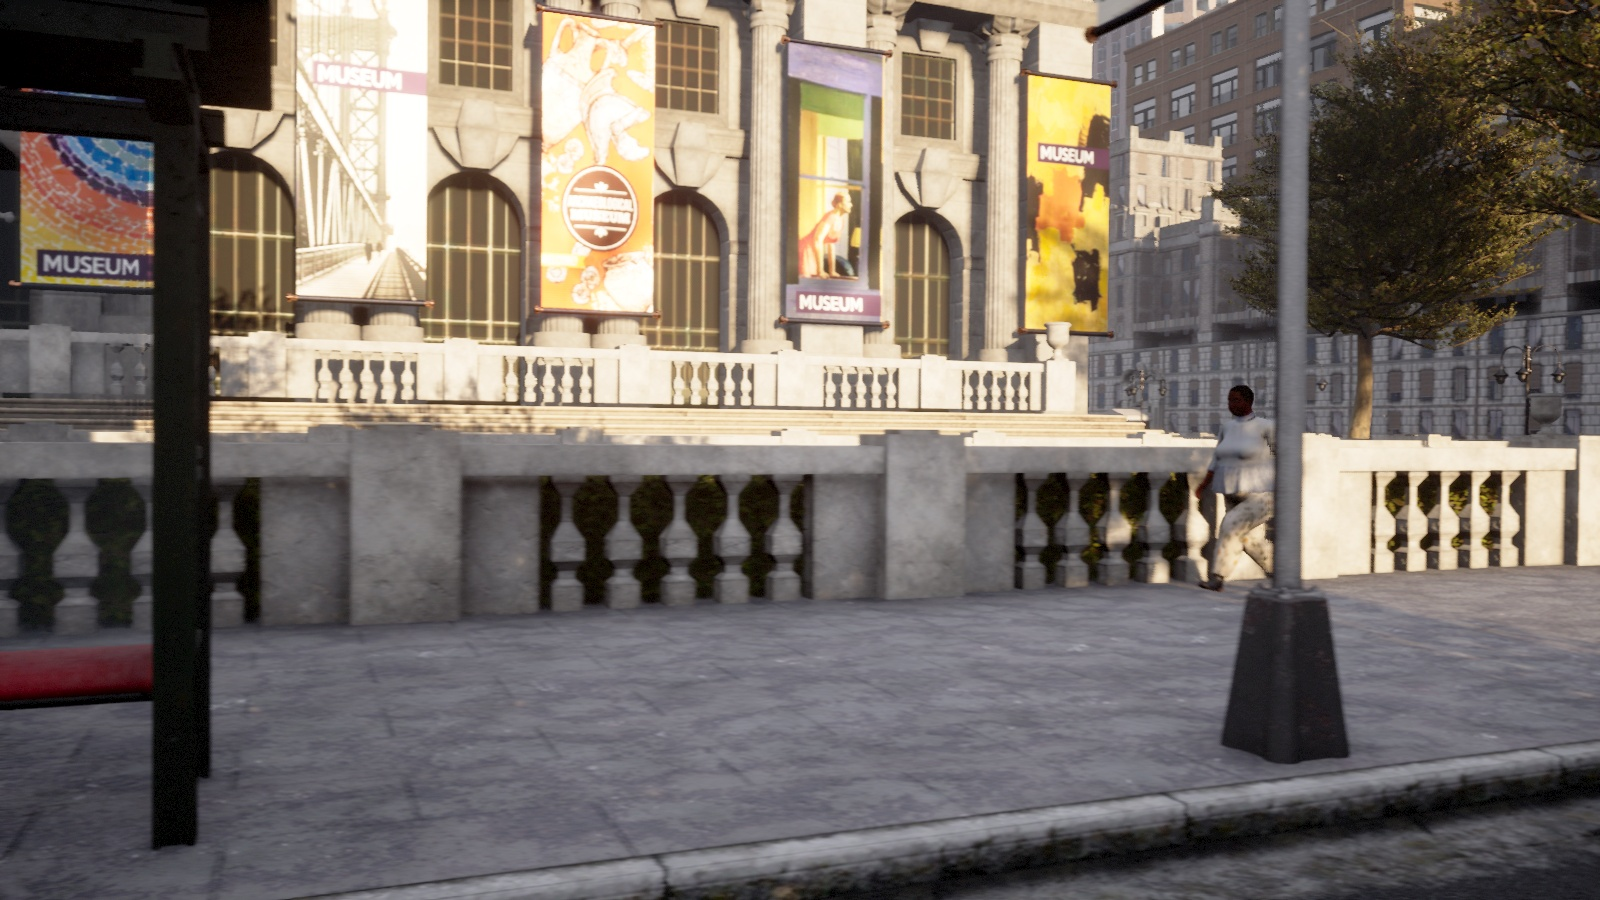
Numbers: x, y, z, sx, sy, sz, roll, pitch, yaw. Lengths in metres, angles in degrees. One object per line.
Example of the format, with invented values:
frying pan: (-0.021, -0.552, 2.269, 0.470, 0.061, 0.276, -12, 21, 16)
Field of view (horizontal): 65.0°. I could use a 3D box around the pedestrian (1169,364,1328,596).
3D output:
pedestrian: (3.773, 0.229, 10.606, 0.900, 1.855, 0.874, -1, 1, -22)
